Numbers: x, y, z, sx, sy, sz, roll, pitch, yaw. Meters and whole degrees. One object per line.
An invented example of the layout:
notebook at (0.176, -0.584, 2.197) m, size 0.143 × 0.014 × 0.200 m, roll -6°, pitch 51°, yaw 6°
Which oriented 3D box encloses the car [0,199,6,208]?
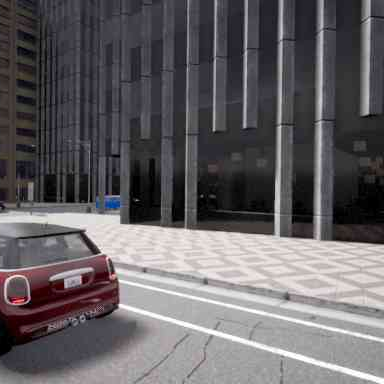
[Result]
car at (-21.565, 1.276, 33.801) m, size 2.097 × 1.767 × 4.553 m, roll 1°, pitch 1°, yaw 35°

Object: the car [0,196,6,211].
car at (-22.994, 1.322, 36.448) m, size 1.967 × 1.590 × 4.097 m, roll 1°, pitch 1°, yaw 36°

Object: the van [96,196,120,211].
van at (-9.712, 1.338, 40.287) m, size 1.690 × 1.788 × 3.998 m, roll 1°, pitch 1°, yaw 36°

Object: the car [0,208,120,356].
car at (-3.496, 1.349, 6.171) m, size 4.553 × 1.767 × 2.097 m, roll 0°, pitch 0°, yaw 35°
